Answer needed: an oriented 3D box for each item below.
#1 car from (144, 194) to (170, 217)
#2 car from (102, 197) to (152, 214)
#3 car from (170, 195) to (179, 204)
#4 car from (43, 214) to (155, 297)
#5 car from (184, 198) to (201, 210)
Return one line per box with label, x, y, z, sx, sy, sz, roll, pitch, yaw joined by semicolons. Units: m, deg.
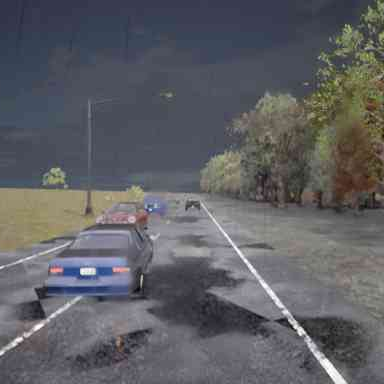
car;-3.590;1.202;31.495;2.150;2.045;5.566;0;0;0
car;-3.669;1.342;17.969;2.097;1.767;4.553;0;0;1
car;-3.532;1.299;63.493;2.097;1.767;4.553;0;0;1
car;-2.077;1.543;8.776;2.033;1.411;5.357;0;0;-3
car;0.111;1.475;41.932;1.837;1.490;4.892;0;0;0
